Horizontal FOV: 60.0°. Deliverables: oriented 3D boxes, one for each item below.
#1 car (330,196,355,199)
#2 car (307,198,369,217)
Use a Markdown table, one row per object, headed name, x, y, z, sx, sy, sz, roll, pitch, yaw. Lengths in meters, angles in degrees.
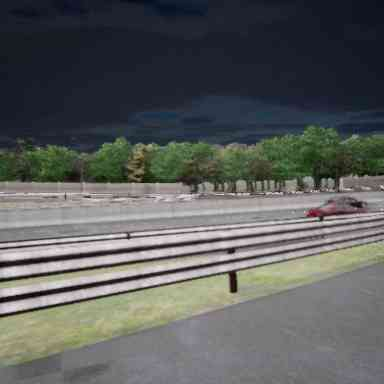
| name | x | y | z | sx | sy | sz | roll | pitch | yaw |
| --- | --- | --- | --- | --- | --- | --- | --- | --- | --- |
| car | 15.851 | 1.155 | 34.280 | 4.892 | 1.490 | 1.837 | -3 | 2 | -21 |
| car | 10.986 | 1.549 | 24.875 | 5.008 | 1.535 | 1.882 | -3 | 2 | -21 |
